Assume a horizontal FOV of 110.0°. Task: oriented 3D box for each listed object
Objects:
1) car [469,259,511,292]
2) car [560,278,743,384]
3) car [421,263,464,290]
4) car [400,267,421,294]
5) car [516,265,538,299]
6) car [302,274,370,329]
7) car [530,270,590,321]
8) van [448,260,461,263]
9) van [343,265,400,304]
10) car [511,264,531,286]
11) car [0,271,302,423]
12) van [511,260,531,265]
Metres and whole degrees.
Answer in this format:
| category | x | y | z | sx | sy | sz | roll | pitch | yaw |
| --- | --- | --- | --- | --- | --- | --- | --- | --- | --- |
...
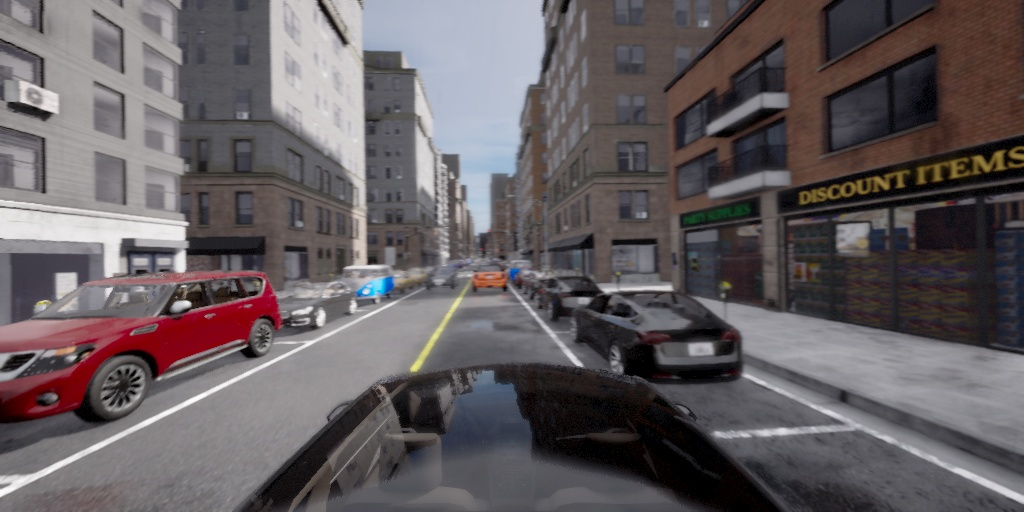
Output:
| category | x | y | z | sx | sy | sz | roll | pitch | yaw |
| --- | --- | --- | --- | --- | --- | --- | --- | --- | --- |
| car | -1.454 | 1.264 | 23.282 | 2.097 | 1.767 | 4.553 | -1 | 0 | -4 |
| car | 2.386 | 1.295 | 6.856 | 1.948 | 1.339 | 4.313 | 0 | 0 | -4 |
| car | -4.714 | 1.482 | 24.722 | 2.128 | 1.511 | 4.902 | -1 | 0 | -4 |
| car | -7.356 | 1.566 | 23.002 | 1.751 | 1.417 | 4.829 | 0 | 0 | -4 |
| car | 1.549 | 1.368 | 18.162 | 2.007 | 1.370 | 4.403 | 0 | 0 | -4 |
| car | -6.532 | 1.506 | 11.865 | 2.007 | 1.370 | 4.403 | 0 | 0 | -4 |
| car | 1.967 | 1.339 | 12.509 | 1.948 | 1.339 | 4.313 | 0 | 0 | -4 |
| van | -10.213 | 1.639 | 61.598 | 1.690 | 1.789 | 3.998 | 0 | 0 | -4 |
| van | -6.950 | 1.340 | 17.518 | 1.690 | 1.789 | 3.998 | 0 | 0 | -4 |
| car | 1.130 | 1.440 | 23.817 | 1.802 | 1.307 | 4.207 | 0 | 0 | -4 |
| car | -6.114 | 1.227 | 6.213 | 2.192 | 1.841 | 5.009 | 0 | 0 | -4 |
| van | 0.712 | 1.238 | 29.472 | 1.690 | 1.789 | 3.998 | 0 | 0 | -4 |
